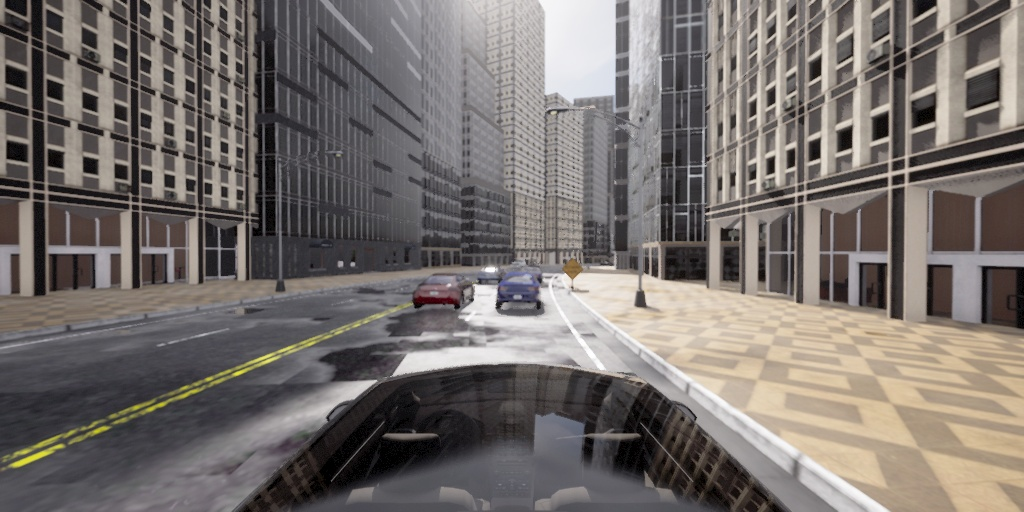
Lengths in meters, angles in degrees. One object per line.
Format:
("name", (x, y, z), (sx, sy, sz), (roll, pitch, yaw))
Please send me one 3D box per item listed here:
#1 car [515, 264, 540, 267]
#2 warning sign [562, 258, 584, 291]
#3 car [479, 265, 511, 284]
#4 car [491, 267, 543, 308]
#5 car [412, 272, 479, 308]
("car", (1.603, 1.624, 30.231), (1.895, 1.301, 4.718), (0, -1, 7))
("warning sign", (3.568, 1.055, 21.277), (1.300, 1.860, 1.060), (0, 0, 5))
("car", (-1.641, 1.564, 30.497), (2.033, 1.411, 5.357), (0, -1, 7))
("car", (0.355, 1.408, 15.881), (1.812, 1.442, 4.674), (0, 0, 4))
("car", (-2.899, 1.442, 15.955), (1.994, 1.385, 4.181), (0, 0, 4))
